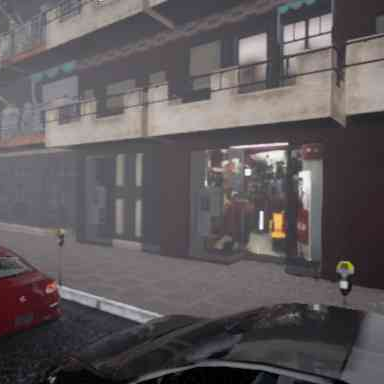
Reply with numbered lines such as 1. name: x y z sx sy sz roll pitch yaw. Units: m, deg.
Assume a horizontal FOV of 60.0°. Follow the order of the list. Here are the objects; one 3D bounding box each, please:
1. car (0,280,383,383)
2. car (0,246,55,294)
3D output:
1. car: 0.691 1.562 2.370 4.313 1.339 1.947 0 1 36
2. car: -3.937 1.548 5.671 4.206 1.307 1.802 0 1 36
